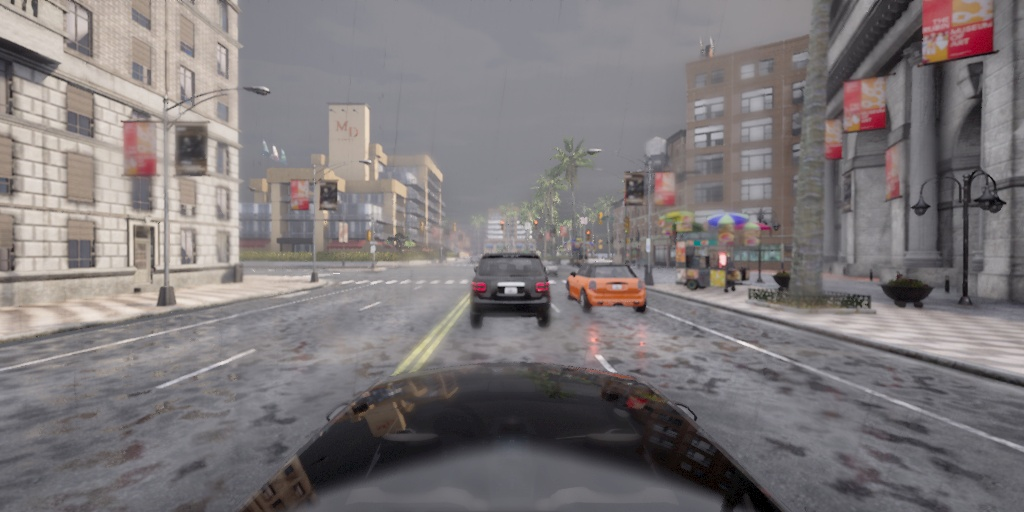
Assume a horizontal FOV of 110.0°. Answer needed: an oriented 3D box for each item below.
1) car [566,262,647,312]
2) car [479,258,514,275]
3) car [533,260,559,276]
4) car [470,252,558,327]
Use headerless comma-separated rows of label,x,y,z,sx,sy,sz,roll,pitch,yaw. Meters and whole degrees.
car,3.412,1.017,13.829,2.097,1.767,4.553,0,0,-1
car,-1.658,1.003,35.294,2.128,1.511,4.902,0,0,-19
car,3.126,1.122,33.923,1.895,1.301,4.718,0,0,-1
car,-0.060,0.904,11.338,2.150,2.045,5.566,0,0,-1
